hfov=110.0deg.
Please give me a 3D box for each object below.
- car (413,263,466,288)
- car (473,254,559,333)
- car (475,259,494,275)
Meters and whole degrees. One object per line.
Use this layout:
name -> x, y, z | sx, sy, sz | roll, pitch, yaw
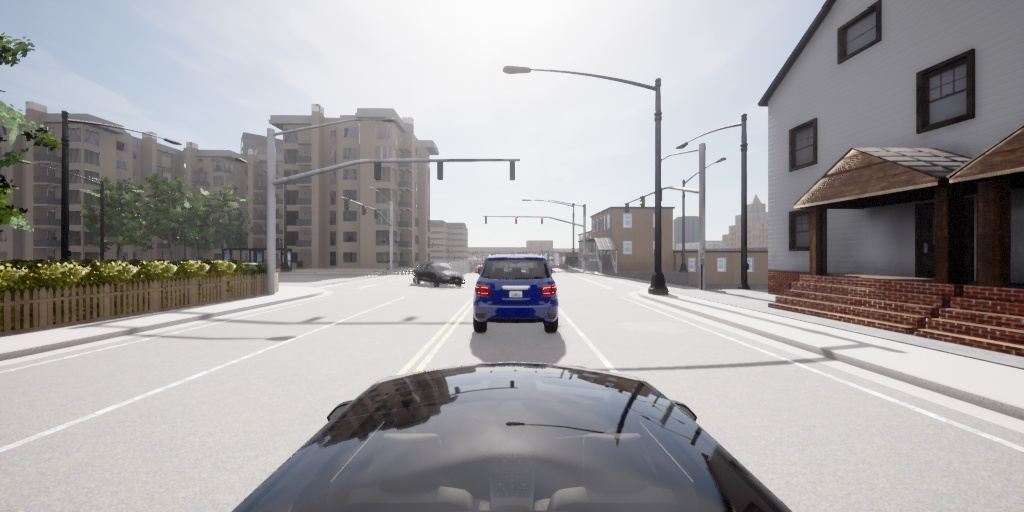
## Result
car -> -4.916, 1.238, 23.887 | 1.837, 1.490, 4.892 | 3, -2, -39
car -> 0.103, 0.971, 10.918 | 2.150, 2.045, 5.566 | 0, 0, 0
car -> -3.549, 1.506, 46.939 | 2.097, 1.767, 4.553 | 1, -5, 0
